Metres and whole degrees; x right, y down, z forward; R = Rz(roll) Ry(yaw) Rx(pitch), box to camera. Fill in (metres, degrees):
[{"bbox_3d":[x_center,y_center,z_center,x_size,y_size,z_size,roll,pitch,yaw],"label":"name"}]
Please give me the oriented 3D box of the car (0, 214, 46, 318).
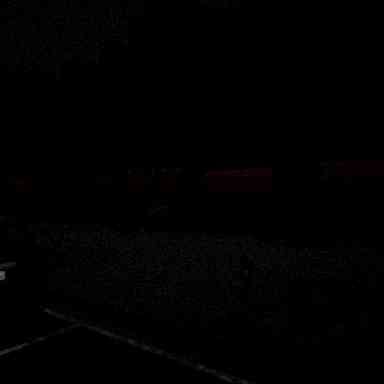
[{"bbox_3d":[-4.774,1.316,6.214,5.009,1.841,2.192,0,0,36],"label":"car"}]
